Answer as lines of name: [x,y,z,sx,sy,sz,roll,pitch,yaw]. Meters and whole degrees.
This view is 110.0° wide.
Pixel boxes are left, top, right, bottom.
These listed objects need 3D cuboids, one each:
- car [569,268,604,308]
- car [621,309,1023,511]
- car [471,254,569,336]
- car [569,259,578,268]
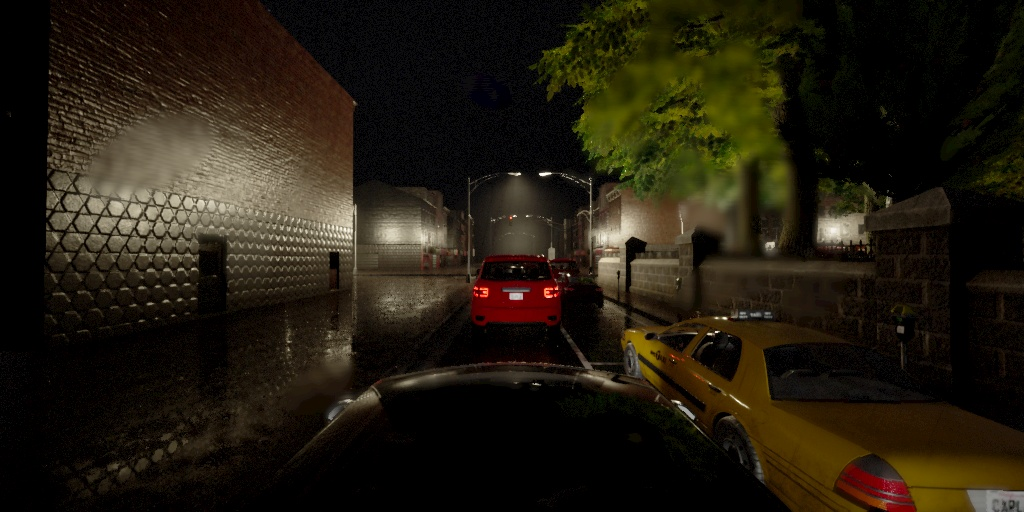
car: [2.633,1.339,14.928,1.802,1.307,4.207,0,0,0]
car: [2.637,1.276,4.200,1.751,1.417,4.829,0,0,0]
car: [0.096,0.975,10.515,2.150,2.045,5.566,0,0,0]
car: [2.631,1.078,20.377,2.192,1.841,5.009,0,0,0]
